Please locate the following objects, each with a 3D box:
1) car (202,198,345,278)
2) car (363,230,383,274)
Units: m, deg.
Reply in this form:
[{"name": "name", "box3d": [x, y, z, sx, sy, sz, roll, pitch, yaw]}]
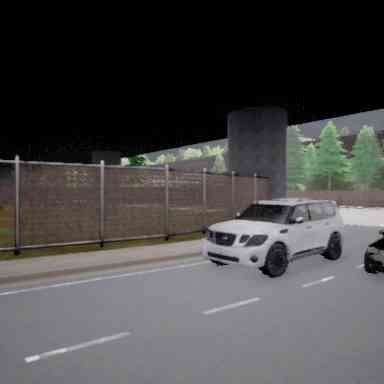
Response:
[{"name": "car", "box3d": [2.855, 1.235, 10.656, 5.566, 2.045, 2.150, 0, 0, -42]}, {"name": "car", "box3d": [6.535, 1.581, 9.554, 1.994, 1.385, 4.181, 0, 0, 44]}]
